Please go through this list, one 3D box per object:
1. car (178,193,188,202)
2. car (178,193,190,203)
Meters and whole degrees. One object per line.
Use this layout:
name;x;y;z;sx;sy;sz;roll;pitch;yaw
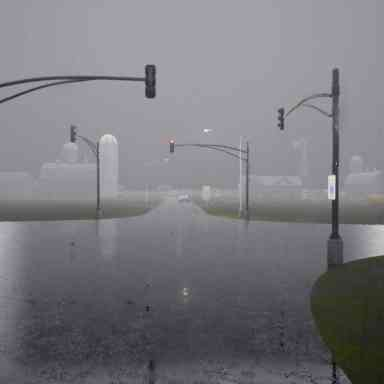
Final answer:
car;-2.113;1.189;79.966;2.150;2.045;5.566;0;0;-4
car;-1.526;1.553;69.932;1.812;1.442;4.674;0;0;-3
